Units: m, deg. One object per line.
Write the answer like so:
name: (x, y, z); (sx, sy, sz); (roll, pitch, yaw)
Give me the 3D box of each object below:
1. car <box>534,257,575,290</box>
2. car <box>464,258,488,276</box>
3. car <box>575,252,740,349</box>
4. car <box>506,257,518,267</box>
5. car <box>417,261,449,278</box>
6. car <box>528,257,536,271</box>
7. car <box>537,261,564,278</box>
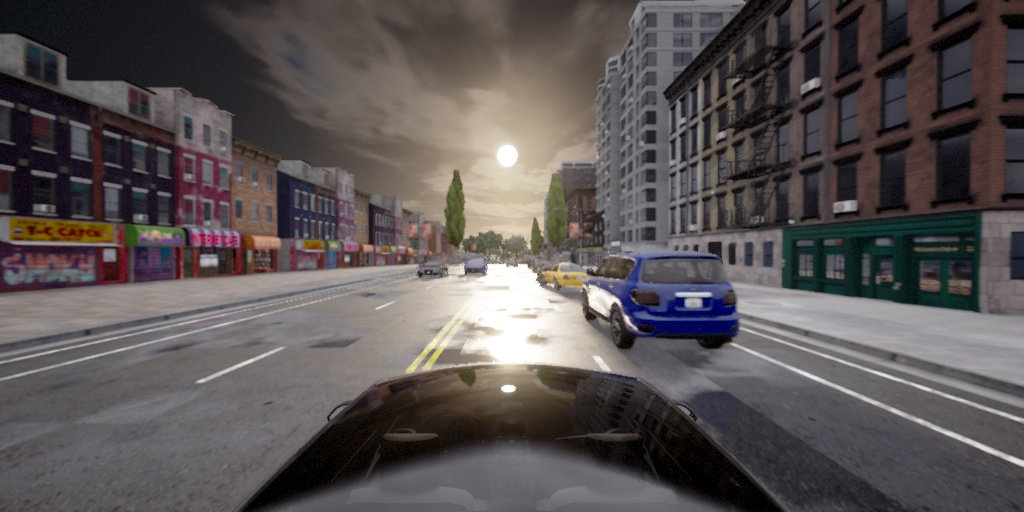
car: (2.964, 1.050, 20.838); (1.801, 1.575, 5.366); (0, 0, -11)
car: (-3.330, 0.995, 33.617); (1.882, 1.535, 5.008); (0, 0, 0)
car: (3.254, 0.911, 9.109); (2.150, 2.045, 5.566); (0, 0, 0)
car: (0.027, 1.169, 62.949); (1.994, 1.385, 4.181); (0, 0, 0)
car: (-6.582, 1.095, 30.259); (1.994, 1.385, 4.181); (0, 0, 0)
car: (3.266, 1.053, 42.088); (2.033, 1.411, 5.357); (0, 0, 0)
car: (3.262, 1.128, 31.114); (1.895, 1.301, 4.718); (0, 0, 0)
